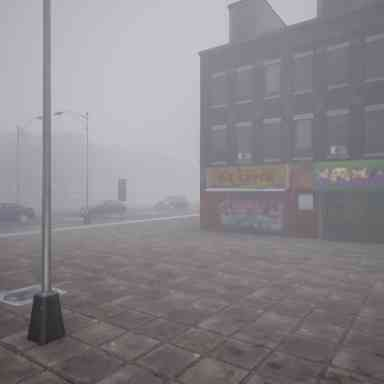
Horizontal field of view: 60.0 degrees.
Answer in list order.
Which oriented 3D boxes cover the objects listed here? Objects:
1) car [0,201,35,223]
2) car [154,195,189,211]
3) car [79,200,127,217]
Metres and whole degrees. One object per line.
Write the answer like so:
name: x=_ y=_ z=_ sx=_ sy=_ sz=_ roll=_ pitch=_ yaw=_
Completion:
car: x=-13.390 y=1.432 z=22.690 sx=1.882 sy=1.535 sz=5.008 roll=0 pitch=0 yaw=35
car: x=-2.308 y=1.236 z=38.495 sx=2.097 sy=1.767 sz=4.553 roll=0 pitch=0 yaw=35
car: x=-8.027 y=1.446 z=30.346 sx=1.812 sy=1.442 sz=4.674 roll=0 pitch=0 yaw=35
